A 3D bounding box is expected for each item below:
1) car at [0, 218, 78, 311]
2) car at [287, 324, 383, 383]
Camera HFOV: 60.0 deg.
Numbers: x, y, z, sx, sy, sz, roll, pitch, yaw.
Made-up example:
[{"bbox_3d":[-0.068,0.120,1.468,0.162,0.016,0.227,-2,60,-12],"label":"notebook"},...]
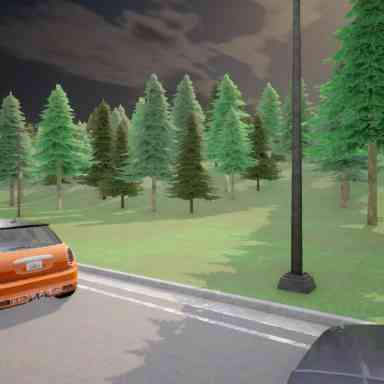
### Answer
[{"bbox_3d":[-4.586,1.352,7.265,4.553,1.767,2.097,0,0,36],"label":"car"},{"bbox_3d":[3.213,1.547,1.702,5.357,1.411,2.033,0,0,36],"label":"car"}]
